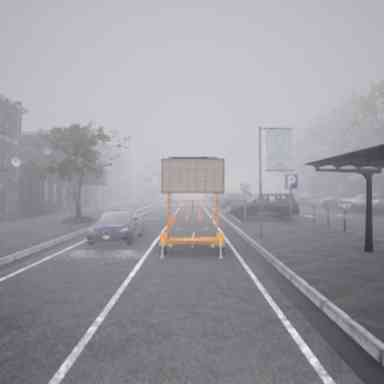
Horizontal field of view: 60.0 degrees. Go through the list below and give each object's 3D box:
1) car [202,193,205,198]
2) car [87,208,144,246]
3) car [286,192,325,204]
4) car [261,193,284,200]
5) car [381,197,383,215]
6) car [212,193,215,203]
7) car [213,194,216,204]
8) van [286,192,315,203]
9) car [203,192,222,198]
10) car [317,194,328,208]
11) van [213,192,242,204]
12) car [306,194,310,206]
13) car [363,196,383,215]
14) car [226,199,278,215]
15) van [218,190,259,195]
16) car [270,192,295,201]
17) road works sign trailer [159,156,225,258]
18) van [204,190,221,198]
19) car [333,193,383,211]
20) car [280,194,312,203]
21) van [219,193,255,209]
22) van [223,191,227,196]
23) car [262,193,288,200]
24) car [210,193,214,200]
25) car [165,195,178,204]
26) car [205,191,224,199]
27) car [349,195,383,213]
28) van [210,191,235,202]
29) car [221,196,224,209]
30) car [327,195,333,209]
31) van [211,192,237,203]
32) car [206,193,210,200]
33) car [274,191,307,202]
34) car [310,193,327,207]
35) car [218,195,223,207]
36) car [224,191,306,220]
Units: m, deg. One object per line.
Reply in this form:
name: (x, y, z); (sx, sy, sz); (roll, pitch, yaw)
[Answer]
car: (5.593, 0.738, 74.111); (5.566, 2.045, 2.435); (0, 1, 0)
car: (-3.360, 1.500, 15.335); (1.812, 1.442, 4.674); (0, 0, 0)
car: (18.768, 0.973, 55.108); (5.566, 2.045, 2.435); (0, 1, 0)
car: (18.700, 0.952, 77.316); (4.892, 1.521, 2.231); (0, 1, 0)
car: (18.802, 1.407, 27.347); (4.892, 1.521, 2.231); (0, 0, 0)
car: (5.670, 1.326, 48.884); (4.674, 1.452, 2.002); (0, 1, 0)
car: (5.707, 1.340, 46.076); (4.792, 1.488, 2.163); (0, 0, 0)
van: (18.851, 0.964, 57.884); (4.442, 1.987, 1.878); (0, 1, 0)
car: (5.582, 0.782, 90.933); (5.008, 1.535, 2.097); (0, 1, 0)
car: (18.762, 1.341, 41.227); (5.008, 1.535, 2.097); (0, 0, 0)
van: (5.778, 1.005, 54.492); (4.442, 1.987, 1.878); (0, 1, 0)
car: (18.727, 1.336, 46.776); (4.792, 1.488, 2.163); (0, 1, 0)
car: (18.796, 1.393, 30.123); (5.008, 1.535, 2.097); (0, 0, 0)
car: (5.709, 1.424, 32.058); (4.674, 1.452, 2.002); (0, 0, 0)
van: (5.573, 1.120, 40.470); (4.442, 1.987, 1.878); (0, 0, 0)
car: (18.742, 0.928, 68.988); (4.553, 1.767, 2.185); (0, 1, 0)
road works sign trailer: (0.038, 0.449, 12.681); (2.380, 3.560, 2.880); (0, 0, 2)
van: (5.476, 0.591, 88.127); (4.442, 1.987, 1.878); (0, 1, 0)
car: (18.750, 1.117, 35.674); (5.566, 2.045, 2.435); (0, 0, 0)
car: (18.914, 1.153, 60.661); (5.366, 1.575, 1.946); (0, 1, 0)
van: (5.800, 1.102, 43.272); (4.442, 1.987, 1.878); (0, 0, 0)
van: (5.818, 1.146, 34.860); (4.442, 1.987, 1.878); (0, 0, 0)
car: (18.515, 0.982, 74.539); (5.366, 1.575, 1.946); (0, 1, 0)
car: (5.673, 1.260, 51.687); (4.892, 1.521, 2.231); (0, 1, 0)
car: (-3.364, 1.217, 55.408); (1.837, 1.490, 4.892); (0, 1, 0)
car: (5.573, 0.760, 82.522); (4.553, 1.767, 2.185); (0, 1, 0)
car: (18.790, 1.381, 32.899); (5.008, 1.535, 2.097); (0, 0, 0)
van: (5.761, 0.902, 62.900); (4.442, 1.987, 1.878); (0, 1, 0)
car: (5.527, 1.393, 29.254); (5.366, 1.575, 1.946); (0, 0, 0)
car: (18.767, 1.357, 38.449); (4.892, 1.521, 2.231); (0, 0, 0)
van: (5.766, 0.936, 60.096); (4.442, 1.987, 1.878); (0, 1, 0)
car: (5.627, 0.945, 57.292); (5.566, 2.045, 2.435); (0, 1, 0)
car: (18.751, 0.870, 63.434); (5.566, 2.045, 2.435); (0, 1, 0)
car: (18.947, 1.321, 44.004); (5.366, 1.575, 1.946); (0, 0, 0)
car: (5.690, 1.359, 37.664); (5.008, 1.535, 2.097); (0, 0, 0)
car: (5.690, 1.158, 26.450); (5.566, 2.045, 2.435); (0, 0, 0)
